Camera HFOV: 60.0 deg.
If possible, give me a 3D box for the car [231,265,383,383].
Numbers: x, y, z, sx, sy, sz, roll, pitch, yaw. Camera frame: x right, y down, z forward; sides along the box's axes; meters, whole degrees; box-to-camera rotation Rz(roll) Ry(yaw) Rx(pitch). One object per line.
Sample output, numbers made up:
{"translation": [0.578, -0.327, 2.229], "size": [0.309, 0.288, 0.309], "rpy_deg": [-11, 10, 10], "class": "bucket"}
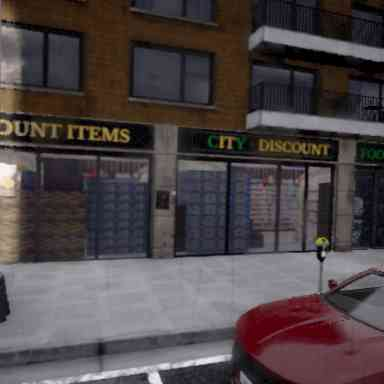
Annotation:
{"translation": [2.638, 1.520, 3.679], "size": [4.507, 1.381, 1.887], "rpy_deg": [1, 1, -18], "class": "car"}
